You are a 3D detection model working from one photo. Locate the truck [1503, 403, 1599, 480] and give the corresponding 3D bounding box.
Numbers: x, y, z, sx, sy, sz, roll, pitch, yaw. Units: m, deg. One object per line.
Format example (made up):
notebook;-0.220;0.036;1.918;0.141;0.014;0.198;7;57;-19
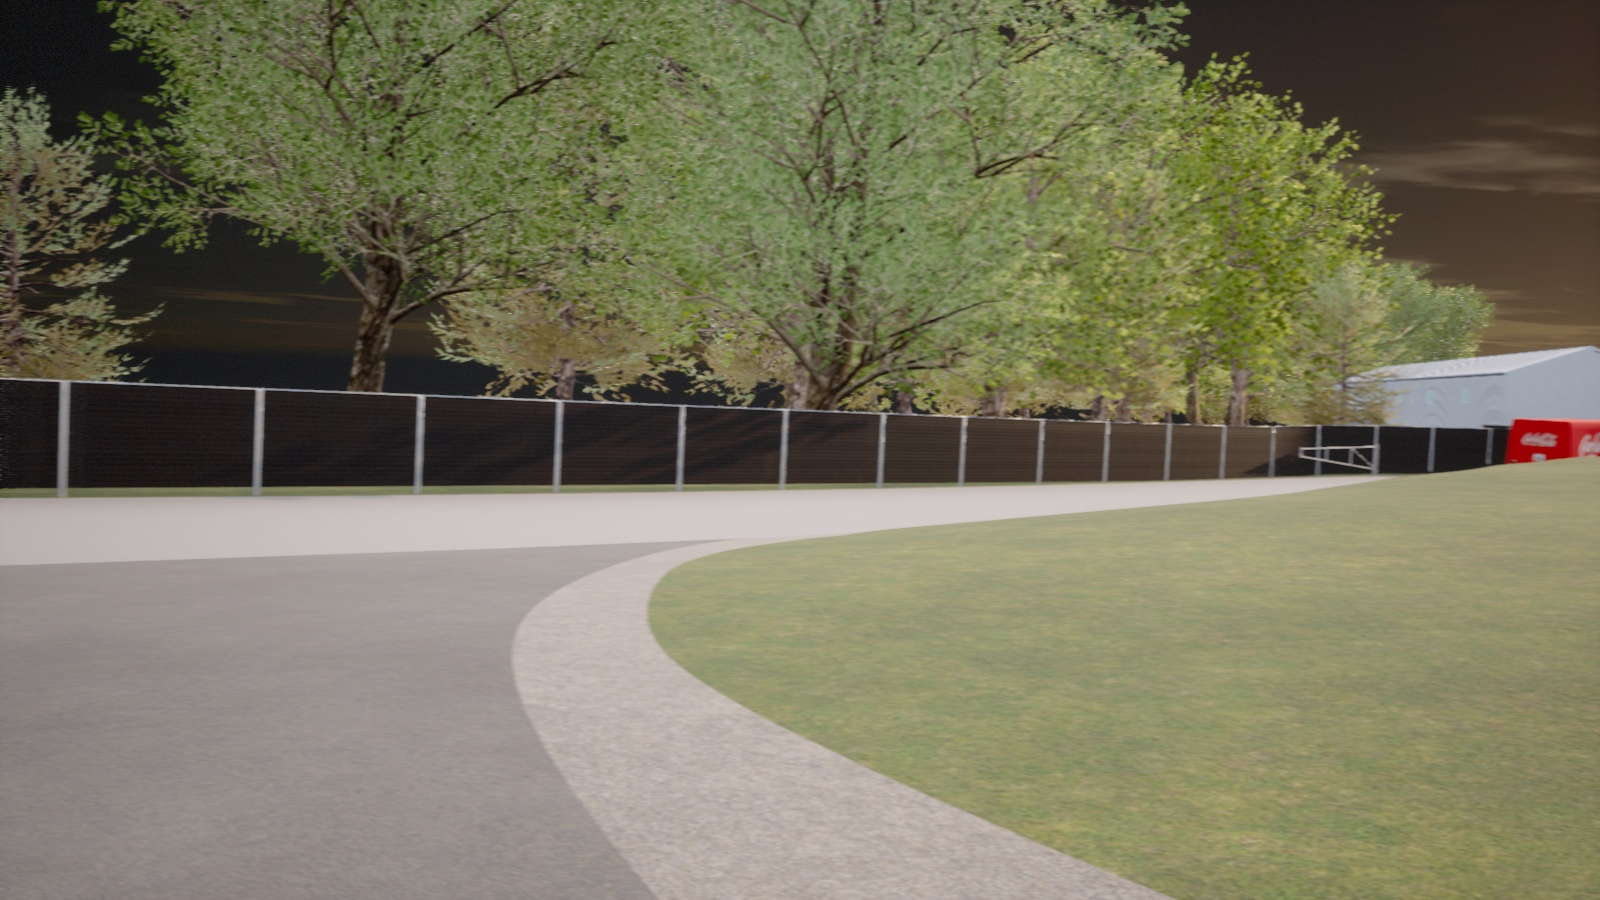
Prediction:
truck;27.587;-0.334;43.860;5.204;2.467;2.627;0;4;-25
